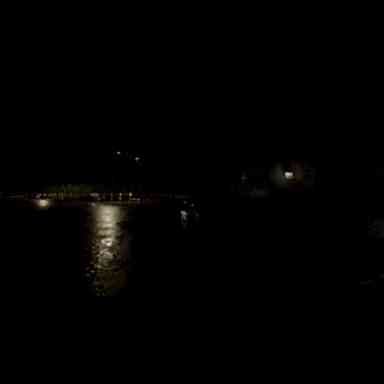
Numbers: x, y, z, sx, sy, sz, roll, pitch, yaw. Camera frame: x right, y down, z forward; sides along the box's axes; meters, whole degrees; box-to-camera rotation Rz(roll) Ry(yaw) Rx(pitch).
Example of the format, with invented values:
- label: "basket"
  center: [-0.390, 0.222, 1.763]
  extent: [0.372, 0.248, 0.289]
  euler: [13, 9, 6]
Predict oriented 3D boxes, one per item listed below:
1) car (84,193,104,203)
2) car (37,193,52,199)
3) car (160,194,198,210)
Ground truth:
- label: "car"
  center: [-14.825, 0.909, 50.226]
  extent: [1.994, 1.385, 4.181]
  euler: [0, 0, -36]
- label: "car"
  center: [-38.033, 1.114, 86.563]
  extent: [1.895, 1.301, 4.718]
  euler: [0, 0, -36]
- label: "car"
  center: [-1.335, 0.898, 31.700]
  extent: [1.812, 1.442, 4.674]
  euler: [0, 0, -36]
